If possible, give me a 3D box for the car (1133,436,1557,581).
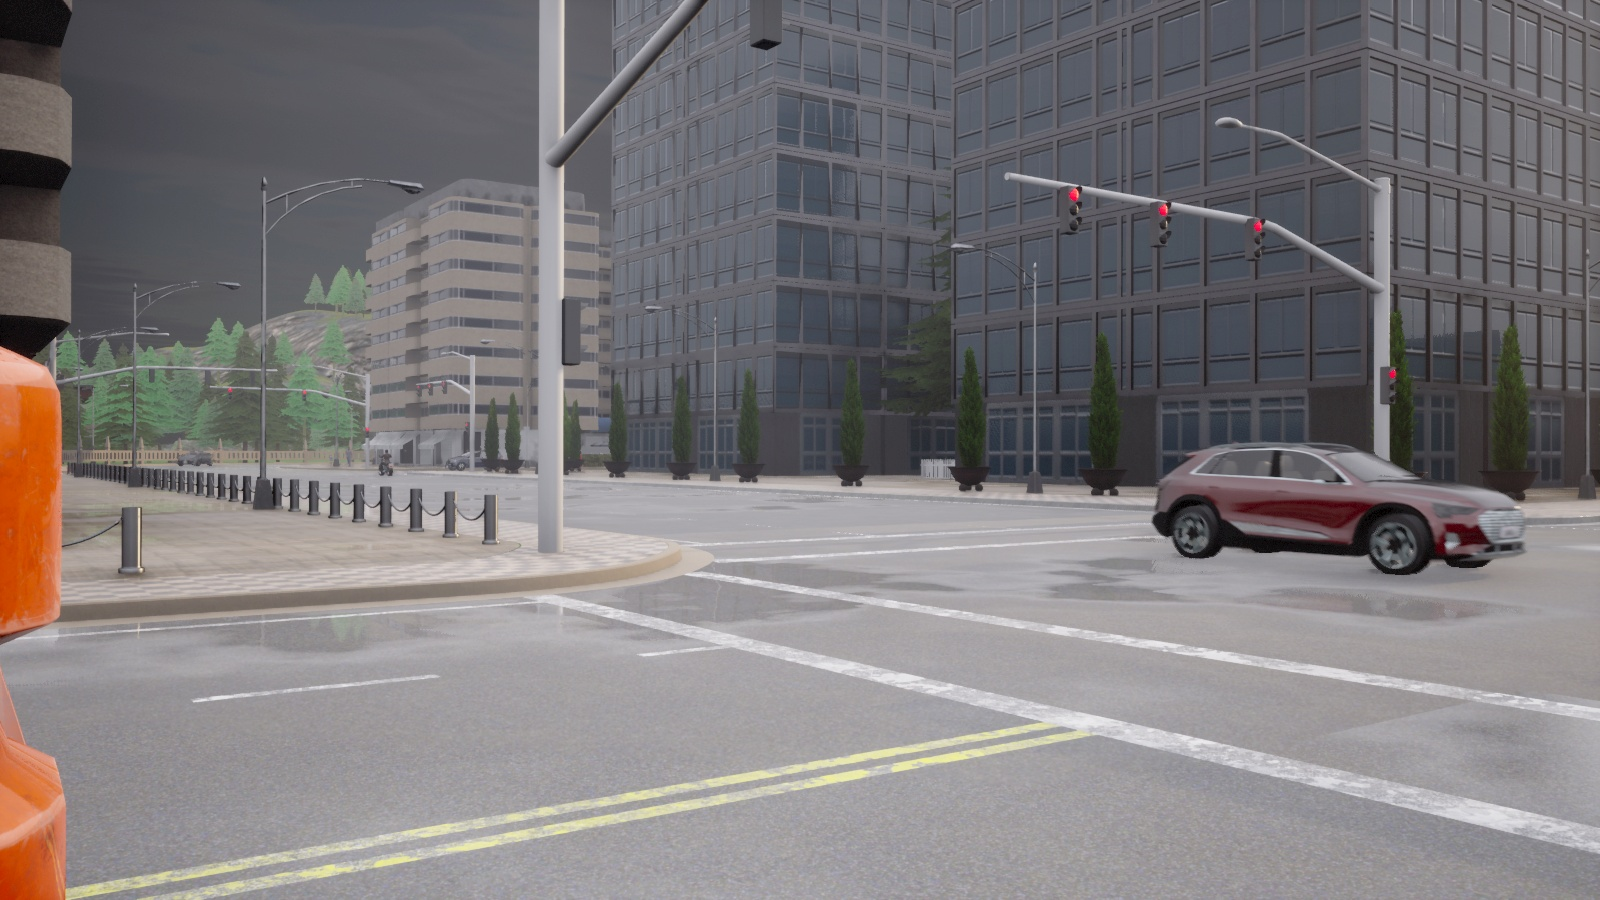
[{"bbox_3d":[7.083,0.672,16.844,2.033,1.649,4.856,0,0,-36],"label":"car"}]

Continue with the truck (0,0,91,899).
[{"bbox_3d":[-4.853,-0.226,0.292,7.936,3.462,2.891,0,0,-35],"label":"truck"}]

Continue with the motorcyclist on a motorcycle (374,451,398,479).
[{"bbox_3d":[-24.902,0.877,75.473,0.766,1.649,2.350,0,0,-34],"label":"motorcyclist on a motorcycle"}]
